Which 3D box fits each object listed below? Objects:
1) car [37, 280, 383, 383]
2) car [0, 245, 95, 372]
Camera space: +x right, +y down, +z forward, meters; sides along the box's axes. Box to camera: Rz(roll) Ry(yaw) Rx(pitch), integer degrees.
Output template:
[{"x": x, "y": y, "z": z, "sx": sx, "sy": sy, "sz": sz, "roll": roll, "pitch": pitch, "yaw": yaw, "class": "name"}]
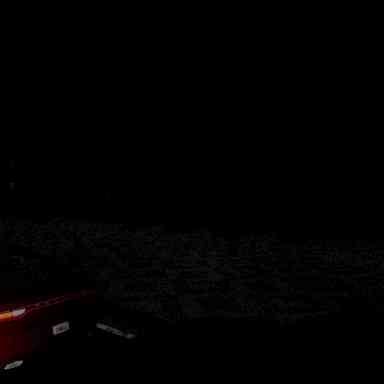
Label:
[{"x": 1.163, "y": 1.545, "z": 2.136, "sx": 4.507, "sy": 1.381, "sz": 1.887, "roll": 0, "pitch": 0, "yaw": 35, "class": "car"}, {"x": -3.432, "y": 1.545, "z": 5.399, "sx": 4.507, "sy": 1.381, "sz": 1.887, "roll": 0, "pitch": 0, "yaw": 35, "class": "car"}]
